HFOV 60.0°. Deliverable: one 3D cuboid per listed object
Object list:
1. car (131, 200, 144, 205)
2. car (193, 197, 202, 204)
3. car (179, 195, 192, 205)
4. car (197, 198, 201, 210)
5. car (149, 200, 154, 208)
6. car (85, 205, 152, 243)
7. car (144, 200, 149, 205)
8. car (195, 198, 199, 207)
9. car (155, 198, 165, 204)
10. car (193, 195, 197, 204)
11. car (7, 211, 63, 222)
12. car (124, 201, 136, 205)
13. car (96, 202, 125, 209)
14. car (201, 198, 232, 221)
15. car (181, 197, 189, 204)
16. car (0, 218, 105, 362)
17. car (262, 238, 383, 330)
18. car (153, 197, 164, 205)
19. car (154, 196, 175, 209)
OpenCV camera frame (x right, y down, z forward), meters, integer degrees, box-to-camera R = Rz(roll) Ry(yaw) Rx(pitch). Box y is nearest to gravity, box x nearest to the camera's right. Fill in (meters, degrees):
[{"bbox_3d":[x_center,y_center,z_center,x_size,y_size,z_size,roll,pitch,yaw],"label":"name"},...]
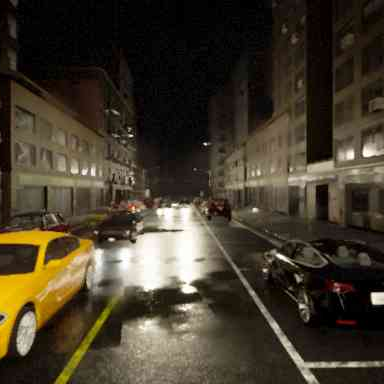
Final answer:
[{"bbox_3d":[-6.421,1.615,34.183,1.967,1.590,4.097,-1,0,-1],"label":"car"},{"bbox_3d":[1.236,1.934,73.012,1.752,1.417,4.829,-1,0,-1],"label":"car"},{"bbox_3d":[-1.489,1.730,67.557,2.097,1.767,4.553,0,0,-1],"label":"car"},{"bbox_3d":[1.980,1.738,39.869,2.008,1.369,4.403,-1,0,-1],"label":"car"},{"bbox_3d":[-6.790,1.820,50.669,1.887,1.381,4.507,-1,0,-1],"label":"car"},{"bbox_3d":[-3.442,1.626,16.674,2.033,1.411,5.357,0,0,-1],"label":"car"},{"bbox_3d":[-6.539,1.731,39.508,1.752,1.417,4.829,-1,0,-1],"label":"car"},{"bbox_3d":[1.857,1.765,45.365,1.887,1.381,4.507,-1,0,-1],"label":"car"},{"bbox_3d":[-7.406,2.034,78.145,1.947,1.339,4.313,-1,0,-1],"label":"car"},{"bbox_3d":[1.609,1.732,56.356,1.967,1.590,4.097,-1,0,-1],"label":"car"},{"bbox_3d":[-5.927,1.504,12.202,1.967,1.590,4.097,-1,0,-1],"label":"car"},{"bbox_3d":[-6.295,1.726,28.687,1.802,1.307,4.206,-1,0,-1],"label":"car"},{"bbox_3d":[-6.169,1.640,23.022,1.752,1.417,4.829,-1,0,-1],"label":"car"},{"bbox_3d":[2.225,1.440,28.880,2.192,1.841,5.009,-1,0,-1],"label":"car"},{"bbox_3d":[-1.701,1.945,76.892,1.837,1.490,4.892,0,0,-1],"label":"car"},{"bbox_3d":[-3.213,1.510,6.131,1.882,1.535,5.008,0,0,-2],"label":"car"},{"bbox_3d":[2.721,1.587,6.897,1.947,1.339,4.313,-1,0,-1],"label":"car"},{"bbox_3d":[-7.284,1.867,72.651,1.967,1.590,4.097,-1,0,-1],"label":"car"},{"bbox_3d":[-4.110,1.758,50.087,2.128,1.511,4.902,0,0,-1],"label":"car"}]
